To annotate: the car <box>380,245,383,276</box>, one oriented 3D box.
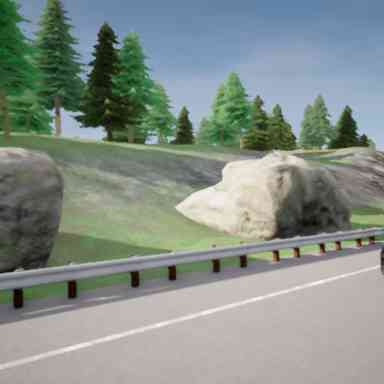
[{"bbox_3d":[6.673,1.510,8.506,4.892,1.490,1.837,0,0,-36],"label":"car"}]
